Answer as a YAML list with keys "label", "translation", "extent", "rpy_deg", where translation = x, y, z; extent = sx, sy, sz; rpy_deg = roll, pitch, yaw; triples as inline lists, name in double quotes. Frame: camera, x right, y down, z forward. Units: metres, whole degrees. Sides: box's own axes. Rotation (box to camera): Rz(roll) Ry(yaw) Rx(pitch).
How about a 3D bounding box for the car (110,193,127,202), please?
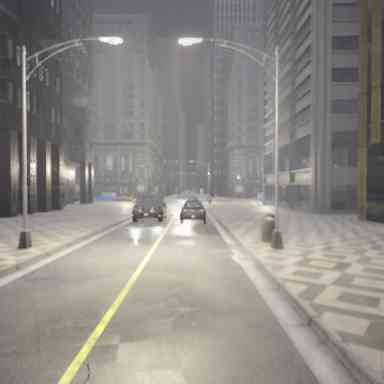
- label: "car"
  translation: [-14.680, 1.455, 71.968]
  extent: [4.829, 1.417, 1.752]
  rpy_deg: [0, 1, 0]

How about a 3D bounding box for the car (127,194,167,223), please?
- label: "car"
  translation: [-3.115, 1.160, 25.249]
  extent: [2.150, 2.045, 5.566]
  rpy_deg: [0, 0, 0]

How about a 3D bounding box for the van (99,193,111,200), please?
- label: "van"
  translation: [-20.285, 1.106, 80.471]
  extent: [3.998, 1.788, 1.690]
  rpy_deg: [0, 1, 0]

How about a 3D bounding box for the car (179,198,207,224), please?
- label: "car"
  translation: [0.082, 1.431, 24.485]
  extent: [2.128, 1.511, 4.902]
  rpy_deg: [0, 0, 0]

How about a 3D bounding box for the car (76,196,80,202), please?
- label: "car"
  translation: [-25.430, 1.441, 71.927]
  extent: [4.507, 1.381, 1.887]
  rpy_deg: [0, 1, 0]

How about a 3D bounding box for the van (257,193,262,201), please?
- label: "van"
  translation: [17.699, 1.233, 80.653]
  extent: [3.998, 1.788, 1.690]
  rpy_deg: [0, 1, 0]
